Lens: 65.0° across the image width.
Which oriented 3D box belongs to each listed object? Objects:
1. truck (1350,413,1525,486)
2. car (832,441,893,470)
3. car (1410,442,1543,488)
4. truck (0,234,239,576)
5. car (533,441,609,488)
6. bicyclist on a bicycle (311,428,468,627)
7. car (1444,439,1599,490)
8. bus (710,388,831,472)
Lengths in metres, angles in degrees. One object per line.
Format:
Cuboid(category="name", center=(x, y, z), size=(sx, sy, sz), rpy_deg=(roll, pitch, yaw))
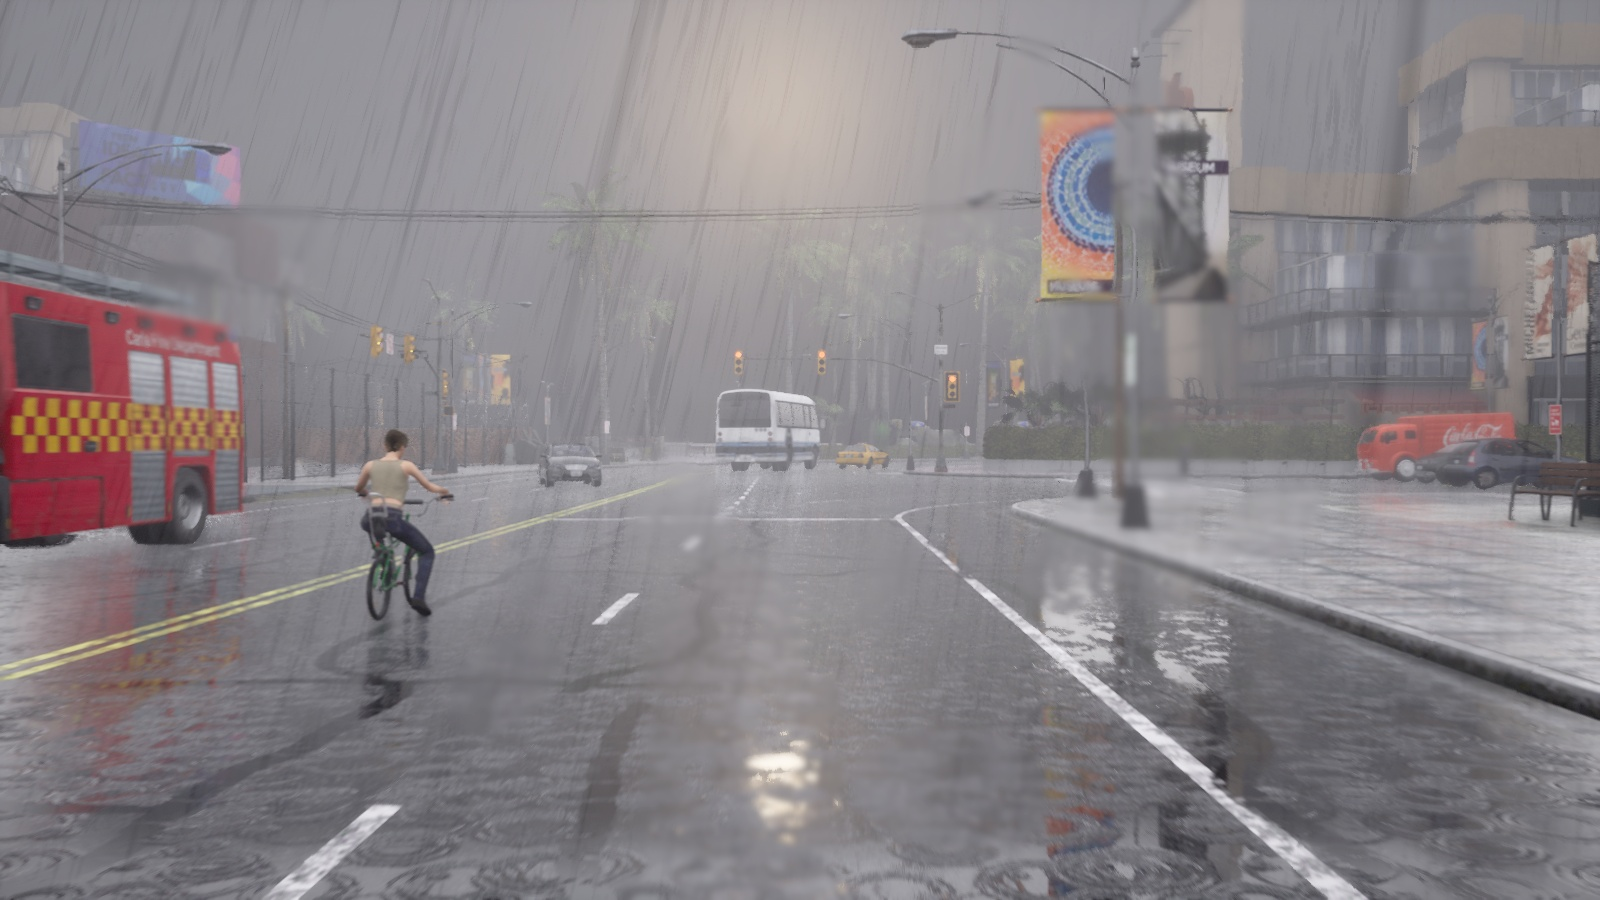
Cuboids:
Cuboid(category="truck", center=(24.027, -0.010, 47.519), size=(5.204, 2.467, 2.627), rpy_deg=(-2, 0, 0))
Cuboid(category="car", center=(3.679, 0.298, 72.813), size=(1.801, 1.575, 5.366), rpy_deg=(0, 0, 22))
Cuboid(category="car", center=(23.664, 0.508, 44.028), size=(3.705, 1.549, 1.789), rpy_deg=(0, 0, 0))
Cuboid(category="truck", center=(-10.378, -0.511, 15.703), size=(2.891, 3.827, 8.468), rpy_deg=(0, 0, 0))
Cuboid(category="car", center=(-8.038, 0.462, 43.680), size=(2.128, 1.511, 4.902), rpy_deg=(0, 0, -16))
Cuboid(category="bicyclist on a bicycle", center=(-3.526, 0.621, 10.935), size=(0.866, 1.612, 1.509), rpy_deg=(0, 0, 0))
Cuboid(category="car", center=(23.242, 0.446, 40.514), size=(3.988, 1.617, 1.851), rpy_deg=(0, 0, 0))
Cuboid(category="bus", center=(-1.402, -1.002, 69.192), size=(3.944, 4.253, 10.273), rpy_deg=(0, 0, 15))
